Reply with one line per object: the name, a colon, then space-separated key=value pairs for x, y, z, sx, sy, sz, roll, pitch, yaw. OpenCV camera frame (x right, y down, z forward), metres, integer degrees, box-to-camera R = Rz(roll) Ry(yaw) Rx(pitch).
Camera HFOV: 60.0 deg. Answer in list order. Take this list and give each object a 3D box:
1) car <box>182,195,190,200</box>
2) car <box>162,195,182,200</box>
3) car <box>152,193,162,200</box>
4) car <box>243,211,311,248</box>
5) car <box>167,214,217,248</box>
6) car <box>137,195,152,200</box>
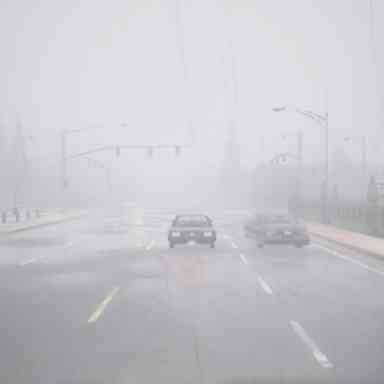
car: x=-2.513 y=1.587 z=92.025 sx=1.895 sy=1.301 sz=4.718 roll=0 pitch=0 yaw=-29
car: x=-5.436 y=1.441 z=90.060 sx=1.882 sy=1.535 sz=5.008 roll=0 pitch=0 yaw=-29
car: x=-10.489 y=1.592 z=91.649 sx=1.895 sy=1.301 sz=4.718 roll=0 pitch=0 yaw=-32
car: x=3.500 y=1.561 z=14.650 sx=2.033 sy=1.411 sz=5.357 roll=0 pitch=0 yaw=0
car: x=0.000 y=1.614 z=14.680 sx=1.895 sy=1.301 sz=4.718 roll=0 pitch=0 yaw=0
car: x=-13.267 y=1.498 z=89.517 sx=1.837 sy=1.490 sz=4.892 roll=0 pitch=0 yaw=-32
